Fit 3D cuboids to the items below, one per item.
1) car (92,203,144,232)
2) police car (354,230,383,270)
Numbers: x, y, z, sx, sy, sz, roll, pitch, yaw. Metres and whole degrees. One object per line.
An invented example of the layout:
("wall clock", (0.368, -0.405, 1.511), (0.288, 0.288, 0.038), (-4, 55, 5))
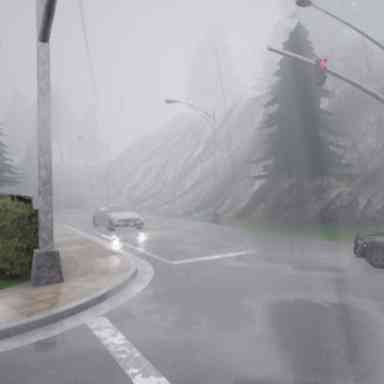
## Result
("car", (-4.473, 1.416, 19.513), (1.812, 1.442, 4.674), (-1, 1, -33))
("police car", (6.610, 1.358, 8.217), (2.038, 1.542, 4.974), (-1, 1, -31))
